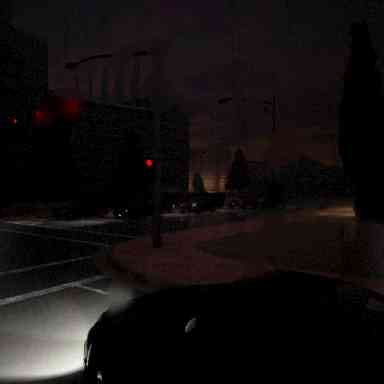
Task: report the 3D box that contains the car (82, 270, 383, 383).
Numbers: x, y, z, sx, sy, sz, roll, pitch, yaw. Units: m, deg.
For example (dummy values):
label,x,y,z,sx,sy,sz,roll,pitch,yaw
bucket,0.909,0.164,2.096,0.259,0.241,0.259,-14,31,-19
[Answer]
label,x,y,z,sx,sy,sz,roll,pitch,yaw
car,0.785,1.564,3.441,4.181,1.385,1.994,0,0,35

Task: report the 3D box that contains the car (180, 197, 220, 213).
label,x,y,z,sx,sy,sz,roll,pitch,yaw
car,0.679,1.352,36.447,2.097,1.767,4.553,0,0,36

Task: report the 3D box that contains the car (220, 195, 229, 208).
label,x,y,z,sx,sy,sz,roll,pitch,yaw
car,2.331,1.547,44.664,2.033,1.411,5.357,0,0,36

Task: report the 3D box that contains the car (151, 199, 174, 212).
label,x,y,z,sx,sy,sz,roll,pitch,yaw
car,-3.923,1.505,36.063,1.837,1.490,4.892,0,0,36

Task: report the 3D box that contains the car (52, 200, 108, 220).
label,x,y,z,sx,sy,sz,roll,pitch,yaw
car,-9.444,1.478,28.478,1.882,1.535,5.008,0,0,36

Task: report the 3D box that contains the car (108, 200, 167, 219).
label,x,y,z,sx,sy,sz,roll,pitch,yaw
car,-4.641,1.601,29.119,1.895,1.301,4.718,0,0,36

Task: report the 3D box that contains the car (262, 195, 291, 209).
label,x,y,z,sx,sy,sz,roll,pitch,yaw
car,10.967,1.491,44.311,2.128,1.511,4.902,0,0,36

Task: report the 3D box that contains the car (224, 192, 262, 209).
label,x,y,z,sx,sy,sz,roll,pitch,yaw
car,6.981,1.221,45.105,2.150,2.045,5.566,0,0,36
